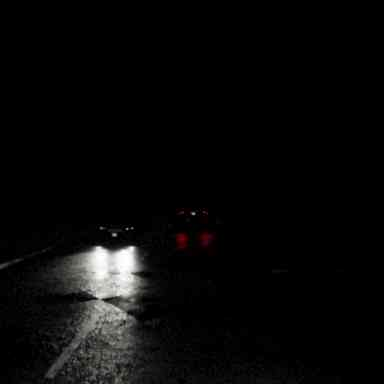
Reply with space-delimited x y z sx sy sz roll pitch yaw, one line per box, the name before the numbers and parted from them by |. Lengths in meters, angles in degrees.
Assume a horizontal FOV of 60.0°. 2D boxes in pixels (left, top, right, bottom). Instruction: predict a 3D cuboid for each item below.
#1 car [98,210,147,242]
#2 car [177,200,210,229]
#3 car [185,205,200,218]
car | -3.499 1.713 17.447 2.128 1.511 4.902 0 -1 0
car | 0.105 1.567 24.264 2.150 2.045 5.566 0 -1 0
car | 0.103 2.433 42.925 1.837 1.490 4.892 0 -2 0
